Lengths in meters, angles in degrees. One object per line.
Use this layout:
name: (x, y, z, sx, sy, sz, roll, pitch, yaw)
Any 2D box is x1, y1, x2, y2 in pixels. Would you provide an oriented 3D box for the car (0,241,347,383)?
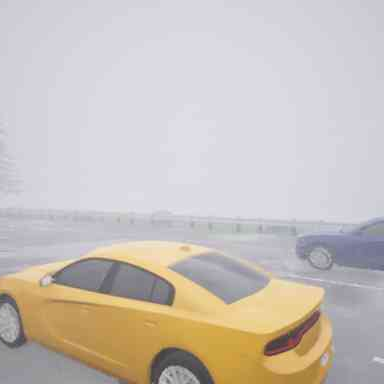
car: (-0.768, 1.442, 4.605, 5.008, 1.535, 1.882, 0, 0, 34)

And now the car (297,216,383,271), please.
car: (5.321, 1.363, 8.803, 5.008, 1.535, 1.882, 0, 0, 35)
